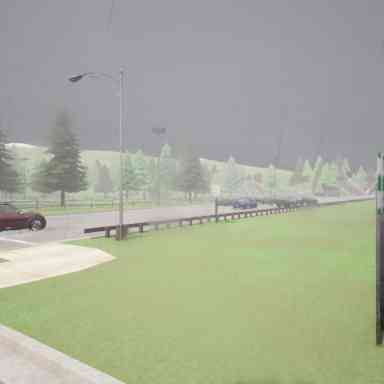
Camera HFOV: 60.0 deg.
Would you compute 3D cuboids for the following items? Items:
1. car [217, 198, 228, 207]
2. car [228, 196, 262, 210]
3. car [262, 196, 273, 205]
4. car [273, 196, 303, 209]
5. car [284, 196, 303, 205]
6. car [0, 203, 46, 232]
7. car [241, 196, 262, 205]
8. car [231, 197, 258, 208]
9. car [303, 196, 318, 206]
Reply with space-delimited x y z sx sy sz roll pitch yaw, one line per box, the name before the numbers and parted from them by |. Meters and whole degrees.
car | 5.338 1.564 52.767 1.994 1.385 4.181 0 0 35
car | 6.853 1.526 42.656 1.812 1.442 4.674 0 0 35
car | 13.869 1.491 58.958 2.128 1.511 4.902 0 0 35
car | 13.265 1.505 45.806 1.837 1.490 4.892 0 0 35
car | 17.962 1.504 58.537 1.837 1.490 4.892 0 0 35
car | -10.364 1.352 18.055 2.097 1.767 4.553 0 0 35
car | 11.002 1.478 60.965 1.882 1.535 5.008 0 0 35
car | 8.035 1.491 50.530 2.128 1.511 4.902 0 0 35
car | 19.129 1.505 54.266 1.837 1.490 4.892 0 0 35
